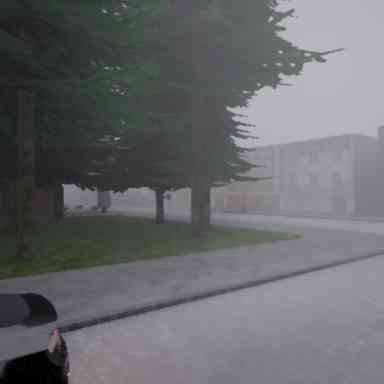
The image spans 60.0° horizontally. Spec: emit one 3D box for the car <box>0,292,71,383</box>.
[{"bbox_3d":[-3.350,1.522,2.088,4.902,1.511,2.128,0,-1,-37],"label":"car"}]
